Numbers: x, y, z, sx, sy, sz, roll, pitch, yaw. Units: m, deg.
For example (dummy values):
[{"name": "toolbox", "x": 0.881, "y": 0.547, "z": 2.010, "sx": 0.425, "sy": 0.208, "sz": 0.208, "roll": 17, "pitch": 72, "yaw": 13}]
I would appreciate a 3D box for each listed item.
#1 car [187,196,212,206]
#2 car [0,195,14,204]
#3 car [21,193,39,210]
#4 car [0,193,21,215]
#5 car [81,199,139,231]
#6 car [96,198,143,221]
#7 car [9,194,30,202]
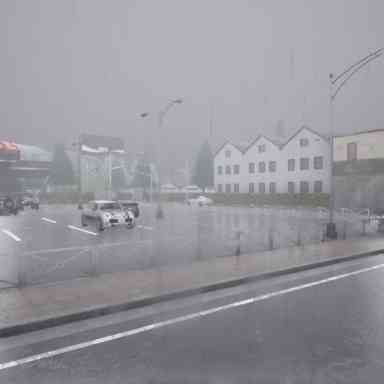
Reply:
[{"name": "car", "x": 1.158, "y": 1.349, "z": 49.294, "sx": 1.812, "sy": 1.442, "sz": 4.674, "roll": 0, "pitch": 0, "yaw": -35}, {"name": "car", "x": -38.452, "y": 1.495, "z": 66.625, "sx": 4.611, "sy": 1.667, "sz": 2.242, "roll": 0, "pitch": 0, "yaw": -36}, {"name": "car", "x": -19.144, "y": 1.092, "z": 38.634, "sx": 1.905, "sy": 1.878, "sz": 3.866, "roll": 0, "pitch": 0, "yaw": -36}, {"name": "car", "x": -17.247, "y": 1.113, "z": 30.321, "sx": 1.932, "sy": 1.855, "sz": 4.605, "roll": 0, "pitch": 0, "yaw": -36}, {"name": "car", "x": -4.667, "y": 1.248, "z": 18.340, "sx": 1.970, "sy": 1.475, "sz": 3.806, "roll": 0, "pitch": 0, "yaw": -36}, {"name": "car", "x": -5.781, "y": 1.313, "z": 26.205, "sx": 2.007, "sy": 1.523, "sz": 4.514, "roll": 0, "pitch": 0, "yaw": -36}, {"name": "car", "x": -38.211, "y": 1.328, "z": 73.753, "sx": 3.866, "sy": 1.878, "sz": 1.905, "roll": 0, "pitch": 0, "yaw": -36}]
